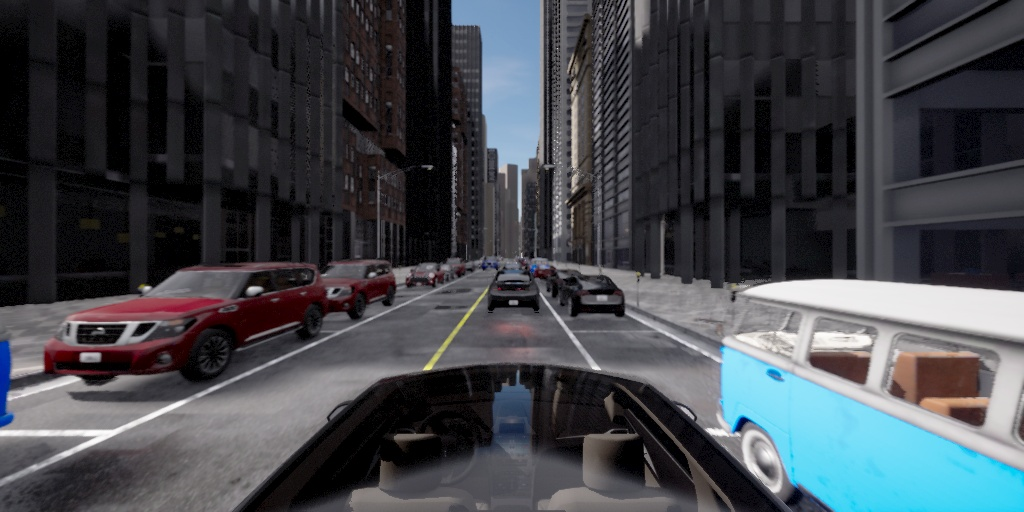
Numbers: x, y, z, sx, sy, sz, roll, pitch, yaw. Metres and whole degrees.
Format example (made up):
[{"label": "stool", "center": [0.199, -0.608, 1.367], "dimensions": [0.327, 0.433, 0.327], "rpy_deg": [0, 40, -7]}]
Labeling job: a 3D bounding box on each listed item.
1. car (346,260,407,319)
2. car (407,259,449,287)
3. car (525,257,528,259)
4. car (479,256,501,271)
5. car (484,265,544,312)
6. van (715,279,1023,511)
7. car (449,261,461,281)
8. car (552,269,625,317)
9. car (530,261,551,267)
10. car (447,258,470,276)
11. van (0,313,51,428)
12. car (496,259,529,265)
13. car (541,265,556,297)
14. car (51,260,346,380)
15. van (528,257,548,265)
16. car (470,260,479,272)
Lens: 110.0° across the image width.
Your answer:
[{"label": "car", "center": [-5.767, 1.077, 13.026], "dimensions": [2.192, 1.841, 5.009], "rpy_deg": [0, 0, 0]}, {"label": "car", "center": [-5.771, 1.217, 24.245], "dimensions": [1.967, 1.591, 4.097], "rpy_deg": [0, 0, 0]}, {"label": "car", "center": [2.747, 1.242, 41.091], "dimensions": [1.967, 1.591, 4.097], "rpy_deg": [0, 0, 0]}, {"label": "car", "center": [-3.100, 1.041, 51.478], "dimensions": [2.150, 2.045, 5.566], "rpy_deg": [0, 0, 0]}, {"label": "car", "center": [0.068, 1.270, 14.149], "dimensions": [1.837, 1.490, 4.892], "rpy_deg": [0, 0, 0]}, {"label": "van", "center": [2.762, 1.091, 1.828], "dimensions": [1.690, 1.789, 3.998], "rpy_deg": [0, 0, 0]}, {"label": "car", "center": [-5.774, 1.335, 29.855], "dimensions": [2.007, 1.370, 4.403], "rpy_deg": [0, 0, 0]}, {"label": "car", "center": [2.758, 1.329, 13.045], "dimensions": [1.948, 1.339, 4.313], "rpy_deg": [0, 0, 0]}, {"label": "car", "center": [2.752, 1.331, 29.873], "dimensions": [1.888, 1.381, 4.507], "rpy_deg": [0, 0, 0]}, {"label": "car", "center": [-5.776, 1.108, 35.464], "dimensions": [2.192, 1.841, 5.009], "rpy_deg": [0, 0, 0]}, {"label": "van", "center": [-5.763, 1.091, 1.807], "dimensions": [1.690, 1.789, 3.998], "rpy_deg": [0, 0, 0]}, {"label": "car", "center": [0.061, 1.277, 29.128], "dimensions": [2.128, 1.511, 4.902], "rpy_deg": [0, 0, 0]}, {"label": "car", "center": [2.756, 1.336, 18.655], "dimensions": [1.948, 1.339, 4.313], "rpy_deg": [0, 0, 0]}, {"label": "car", "center": [-5.765, 1.070, 7.417], "dimensions": [2.192, 1.841, 5.009], "rpy_deg": [0, 0, 0]}, {"label": "van", "center": [2.750, 1.134, 35.482], "dimensions": [1.690, 1.789, 3.998], "rpy_deg": [0, 0, 0]}, {"label": "car", "center": [-5.780, 1.376, 46.683], "dimensions": [1.948, 1.339, 4.313], "rpy_deg": [0, 0, 0]}]
